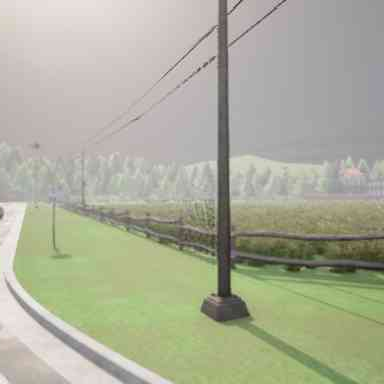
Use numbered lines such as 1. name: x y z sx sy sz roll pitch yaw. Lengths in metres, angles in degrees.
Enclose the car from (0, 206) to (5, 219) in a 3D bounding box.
1. car: -20.629 2.029 34.515 2.033 1.411 5.357 0 -1 -26
